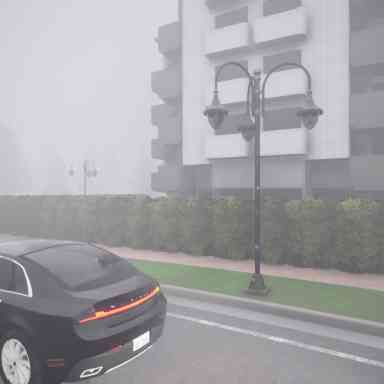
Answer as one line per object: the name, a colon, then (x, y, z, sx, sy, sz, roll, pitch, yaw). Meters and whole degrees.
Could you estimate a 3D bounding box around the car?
car: (-2.681, 1.505, 5.149, 4.892, 1.490, 1.837, 0, 0, 31)
